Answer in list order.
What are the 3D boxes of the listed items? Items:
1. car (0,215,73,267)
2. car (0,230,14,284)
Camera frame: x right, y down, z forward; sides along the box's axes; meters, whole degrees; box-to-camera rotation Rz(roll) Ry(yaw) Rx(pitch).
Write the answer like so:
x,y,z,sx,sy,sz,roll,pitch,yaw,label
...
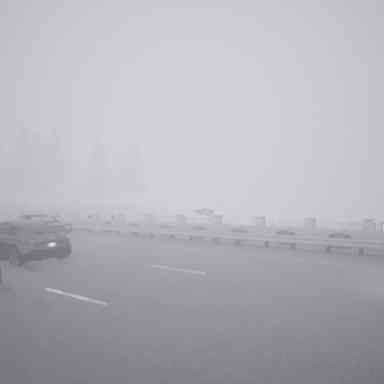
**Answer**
x,y,z,sx,sy,sz,roll,pitch,yaw,label
-6.313,1.733,12.117,4.181,1.385,1.994,-1,-1,33,car
-6.505,1.673,8.063,4.181,1.385,1.994,-1,-1,33,car
